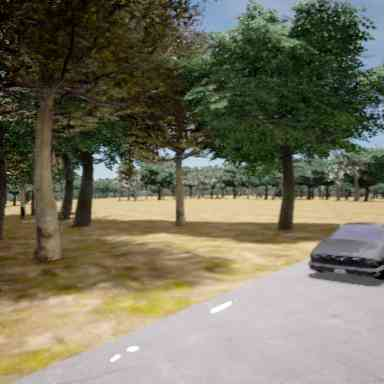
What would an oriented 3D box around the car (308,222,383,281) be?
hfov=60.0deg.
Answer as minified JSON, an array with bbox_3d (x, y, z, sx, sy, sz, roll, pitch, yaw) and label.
[{"bbox_3d":[5.555,1.687,10.719,2.033,1.411,5.357,-2,-1,40],"label":"car"}]
